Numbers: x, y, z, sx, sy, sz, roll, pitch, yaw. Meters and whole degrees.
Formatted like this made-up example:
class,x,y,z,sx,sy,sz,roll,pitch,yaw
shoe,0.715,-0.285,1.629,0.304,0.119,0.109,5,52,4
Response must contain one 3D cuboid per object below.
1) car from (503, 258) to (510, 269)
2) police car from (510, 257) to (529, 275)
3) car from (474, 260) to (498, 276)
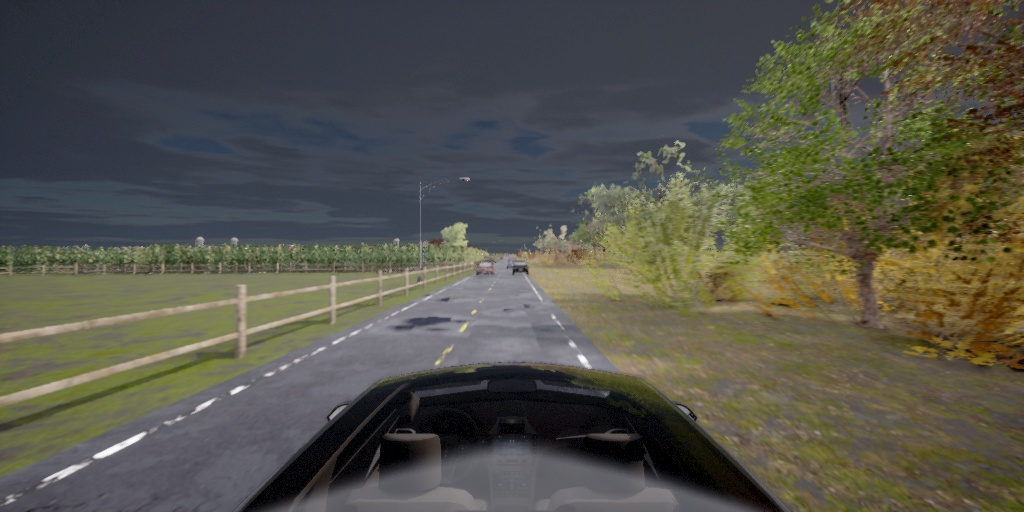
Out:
class,x,y,z,sx,sy,sz,roll,pitch,yaw
car,0.007,1.441,59.723,2.033,1.411,5.357,0,0,0
police car,0.967,1.287,41.571,1.930,1.638,5.238,0,0,0
car,-2.818,1.381,38.574,1.812,1.442,4.674,0,0,0
